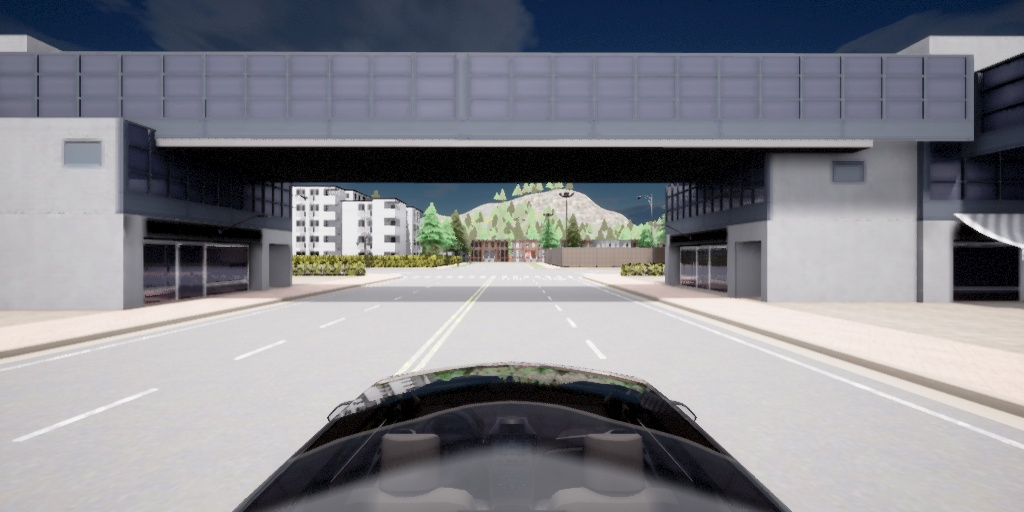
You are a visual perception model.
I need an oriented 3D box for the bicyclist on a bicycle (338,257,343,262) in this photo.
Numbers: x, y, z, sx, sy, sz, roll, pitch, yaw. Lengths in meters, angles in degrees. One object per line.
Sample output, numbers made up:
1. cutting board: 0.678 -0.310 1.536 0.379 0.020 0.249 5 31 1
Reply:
1. bicyclist on a bicycle: -25.279 1.024 52.850 0.582 1.620 1.656 0 0 0
